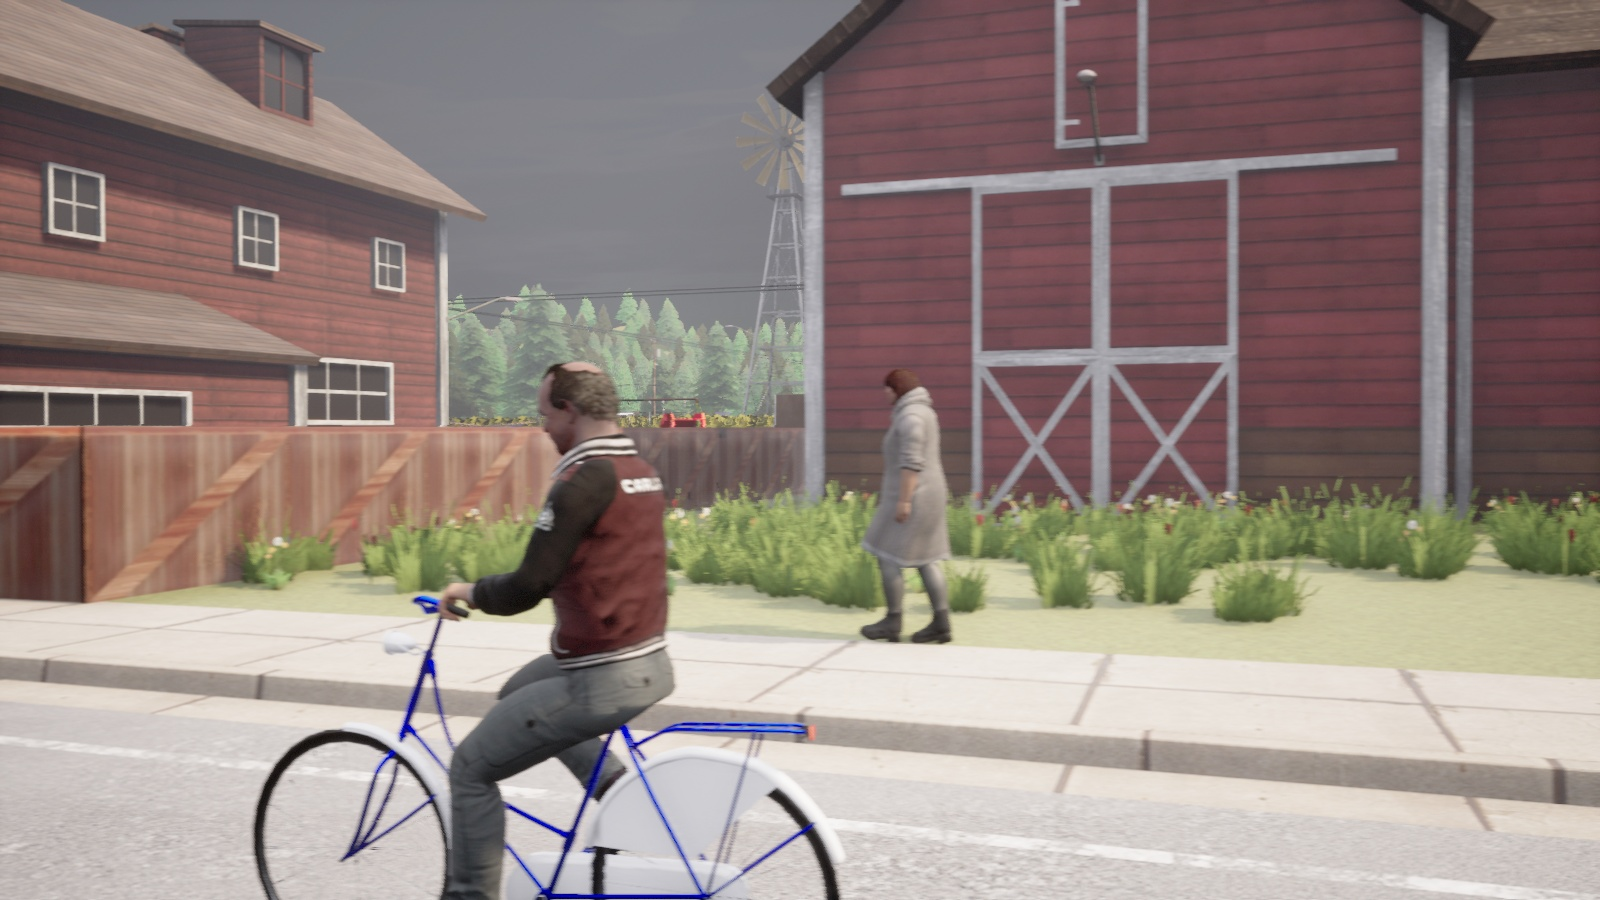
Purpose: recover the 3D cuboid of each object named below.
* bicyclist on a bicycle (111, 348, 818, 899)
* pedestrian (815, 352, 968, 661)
[{"bbox_3d":[-0.934,0.637,3.506,1.843,1.776,0.659,1,1,19],"label":"bicyclist on a bicycle"},{"bbox_3d":[0.622,0.350,8.395,0.873,1.952,0.659,1,1,19],"label":"pedestrian"}]
